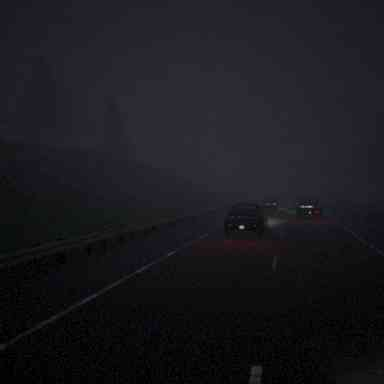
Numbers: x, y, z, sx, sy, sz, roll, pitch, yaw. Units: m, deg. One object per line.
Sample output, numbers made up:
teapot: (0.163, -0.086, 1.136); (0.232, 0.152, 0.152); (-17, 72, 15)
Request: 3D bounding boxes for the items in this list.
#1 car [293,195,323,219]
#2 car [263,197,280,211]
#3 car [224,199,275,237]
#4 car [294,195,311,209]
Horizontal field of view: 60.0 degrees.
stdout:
car: (9.273, 1.269, 26.418); (2.128, 1.511, 4.902); (0, 0, 17)
car: (8.206, 1.238, 35.116); (2.033, 1.411, 5.357); (0, 1, 16)
car: (2.921, 1.334, 17.182); (2.128, 1.511, 4.902); (0, 1, 16)
car: (13.633, 1.131, 41.190); (1.882, 1.535, 5.008); (0, 1, 17)
